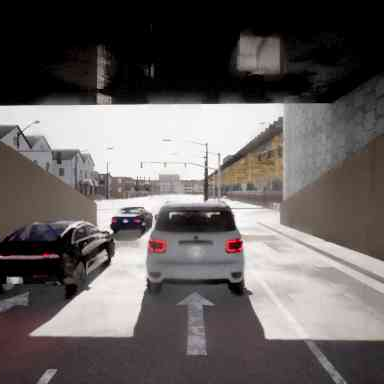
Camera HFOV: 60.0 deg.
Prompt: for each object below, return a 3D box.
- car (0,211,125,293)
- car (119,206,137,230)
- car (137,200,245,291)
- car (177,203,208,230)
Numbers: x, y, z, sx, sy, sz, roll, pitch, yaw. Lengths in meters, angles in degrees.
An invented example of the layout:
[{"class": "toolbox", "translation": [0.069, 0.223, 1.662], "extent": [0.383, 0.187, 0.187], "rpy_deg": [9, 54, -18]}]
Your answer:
[{"class": "car", "translation": [-3.422, 1.492, 8.869], "extent": [2.128, 1.511, 4.902], "rpy_deg": [0, 0, 0]}, {"class": "car", "translation": [-3.428, 1.548, 19.658], "extent": [2.033, 1.411, 5.357], "rpy_deg": [0, 0, 0]}, {"class": "car", "translation": [0.084, 1.223, 9.168], "extent": [2.150, 2.045, 5.566], "rpy_deg": [0, 0, 0]}, {"class": "car", "translation": [0.040, 1.526, 21.711], "extent": [1.812, 1.442, 4.674], "rpy_deg": [0, 0, 0]}]
